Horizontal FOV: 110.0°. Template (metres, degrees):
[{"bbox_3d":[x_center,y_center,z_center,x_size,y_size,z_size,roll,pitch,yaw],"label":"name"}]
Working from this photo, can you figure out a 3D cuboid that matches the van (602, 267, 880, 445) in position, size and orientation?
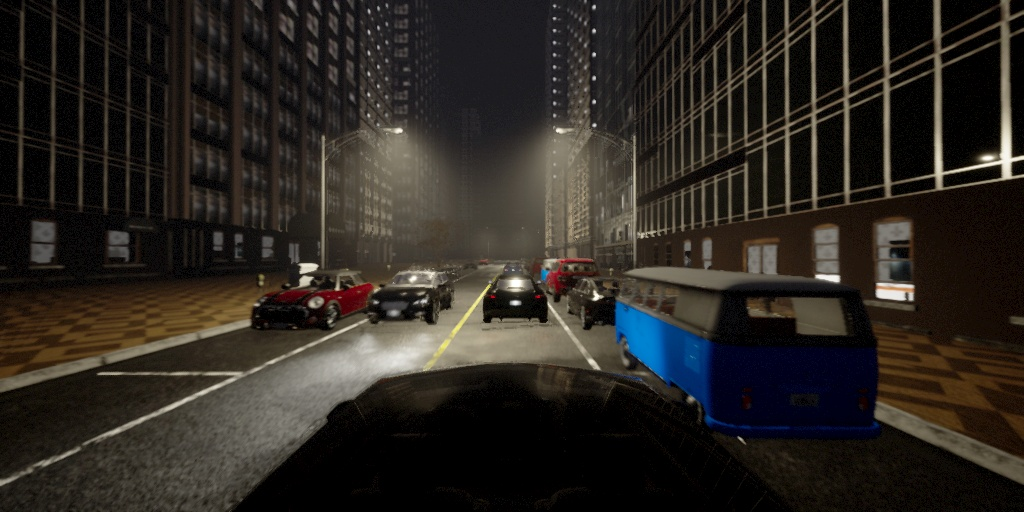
[{"bbox_3d":[2.690,1.088,5.157,1.690,1.789,3.998,0,0,0],"label":"van"}]

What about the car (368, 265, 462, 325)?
[{"bbox_3d":[-3.093,1.231,11.840,2.128,1.511,4.902,0,0,0],"label":"car"}]

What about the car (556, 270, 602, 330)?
[{"bbox_3d":[2.689,1.291,10.799,2.007,1.370,4.403,0,0,0],"label":"car"}]

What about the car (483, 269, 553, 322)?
[{"bbox_3d":[0.098,1.303,12.222,1.994,1.385,4.181,0,0,0],"label":"car"}]

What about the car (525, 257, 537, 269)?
[{"bbox_3d":[2.685,1.029,33.365,2.192,1.841,5.009,0,0,0],"label":"car"}]

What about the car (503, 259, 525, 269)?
[{"bbox_3d":[0.093,1.261,33.577,2.033,1.411,5.357,0,0,0],"label":"car"}]

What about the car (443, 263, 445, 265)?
[{"bbox_3d":[-5.694,1.278,22.055,2.007,1.370,4.403,0,0,0],"label":"car"}]

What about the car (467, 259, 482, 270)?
[{"bbox_3d":[-5.700,1.243,50.269,2.007,1.370,4.403,0,0,0],"label":"car"}]

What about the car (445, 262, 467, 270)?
[{"bbox_3d":[-5.697,1.264,33.340,2.007,1.370,4.403,0,0,0],"label":"car"}]

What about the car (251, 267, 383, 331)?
[{"bbox_3d":[-5.691,1.180,10.769,1.967,1.591,4.097,0,0,0],"label":"car"}]

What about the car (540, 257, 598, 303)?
[{"bbox_3d":[2.688,1.049,16.441,2.192,1.841,5.009,0,0,0],"label":"car"}]

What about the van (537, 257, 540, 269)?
[{"bbox_3d":[2.687,1.068,22.083,1.690,1.789,3.998,0,0,0],"label":"van"}]
